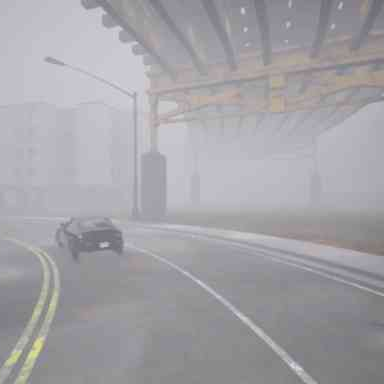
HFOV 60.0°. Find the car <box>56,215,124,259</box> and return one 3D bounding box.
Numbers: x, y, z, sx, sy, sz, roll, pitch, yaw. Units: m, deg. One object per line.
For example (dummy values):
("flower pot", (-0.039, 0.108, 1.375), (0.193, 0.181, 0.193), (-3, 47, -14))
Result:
("car", (-4.120, 1.620, 13.210), (1.812, 1.442, 4.674), (0, 0, -30))
